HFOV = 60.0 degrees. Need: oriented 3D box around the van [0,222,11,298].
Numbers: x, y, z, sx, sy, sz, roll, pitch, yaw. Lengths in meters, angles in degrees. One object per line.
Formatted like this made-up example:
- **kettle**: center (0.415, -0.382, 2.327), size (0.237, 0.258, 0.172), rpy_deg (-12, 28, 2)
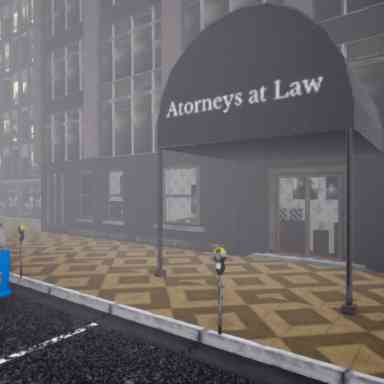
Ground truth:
- **van**: center (-5.308, 1.341, 6.687), size (3.998, 1.788, 1.690), rpy_deg (0, 0, 36)
